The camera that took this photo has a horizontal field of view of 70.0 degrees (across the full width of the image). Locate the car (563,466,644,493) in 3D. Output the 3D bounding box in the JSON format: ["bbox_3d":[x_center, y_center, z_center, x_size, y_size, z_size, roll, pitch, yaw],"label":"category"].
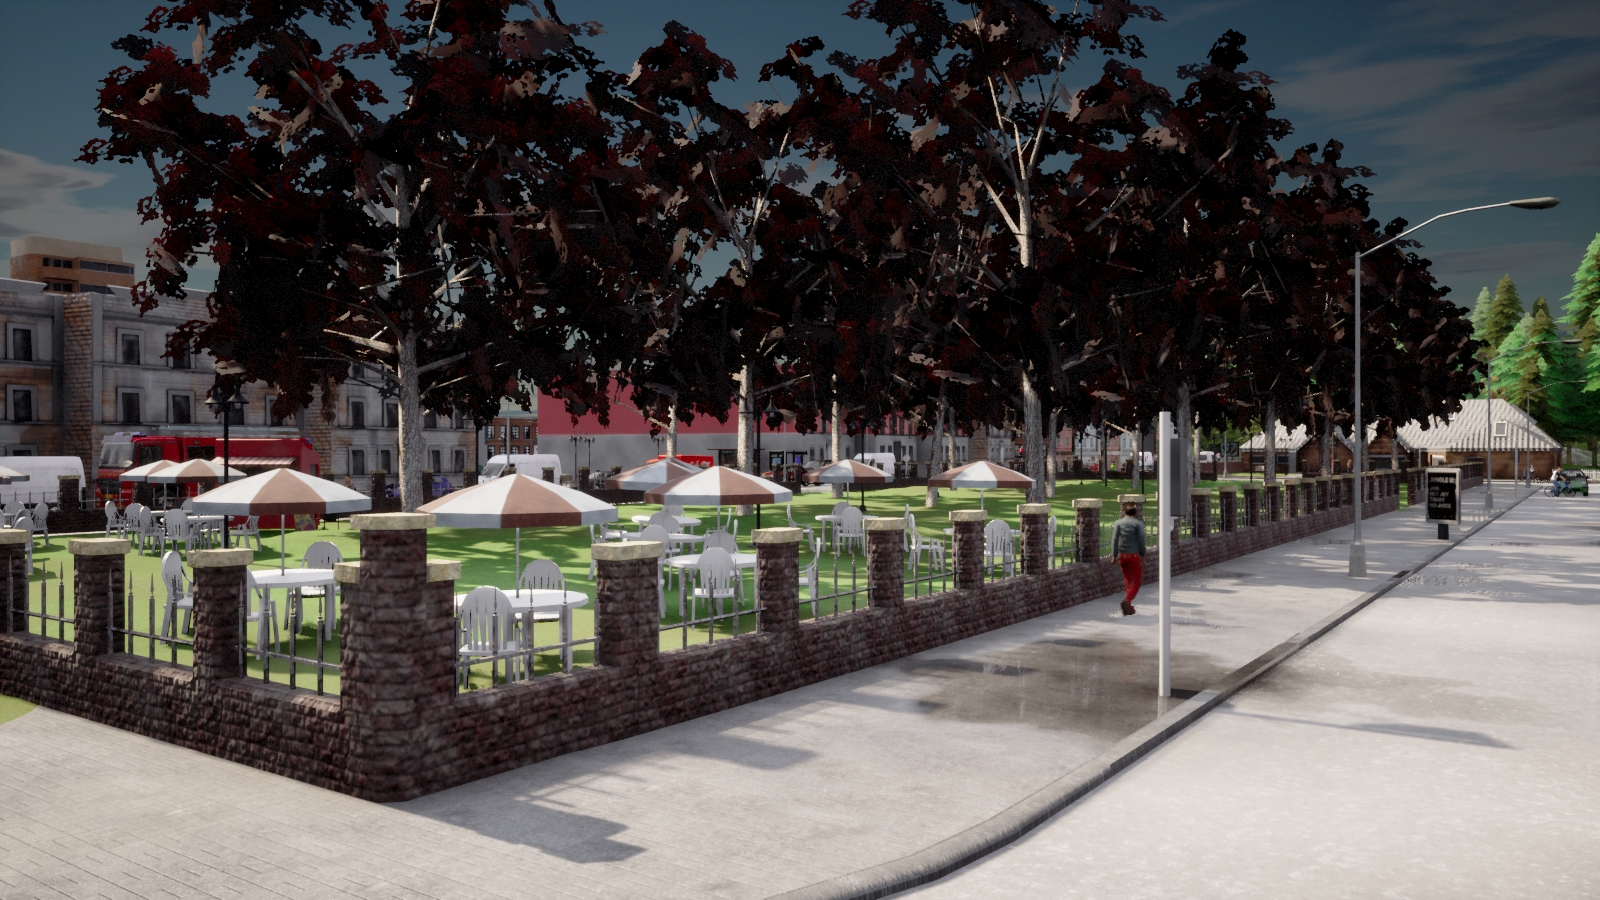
[{"bbox_3d":[-12.166,1.814,71.050,2.097,1.535,5.006,0,0,35],"label":"car"}]

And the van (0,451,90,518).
[{"bbox_3d":[-31.022,1.314,44.006,1.988,2.561,5.915,0,0,35],"label":"van"}]

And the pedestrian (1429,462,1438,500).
[{"bbox_3d":[31.517,1.525,56.859,0.375,1.860,0.375,0,0,35],"label":"pedestrian"}]

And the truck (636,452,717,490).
[{"bbox_3d":[-8.233,1.348,76.671,2.627,2.467,5.204,0,0,35],"label":"truck"}]

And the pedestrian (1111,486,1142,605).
[{"bbox_3d":[5.235,1.517,18.319,0.375,1.860,0.375,0,0,37],"label":"pedestrian"}]

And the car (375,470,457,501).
[{"bbox_3d":[-20.045,1.818,59.739,1.845,1.501,3.633,0,0,35],"label":"car"}]

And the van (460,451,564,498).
[{"bbox_3d":[-16.329,1.314,65.083,1.988,2.561,5.915,0,0,35],"label":"van"}]

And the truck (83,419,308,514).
[{"bbox_3d":[-26.598,0.670,50.778,2.891,3.827,8.468,0,0,35],"label":"truck"}]
